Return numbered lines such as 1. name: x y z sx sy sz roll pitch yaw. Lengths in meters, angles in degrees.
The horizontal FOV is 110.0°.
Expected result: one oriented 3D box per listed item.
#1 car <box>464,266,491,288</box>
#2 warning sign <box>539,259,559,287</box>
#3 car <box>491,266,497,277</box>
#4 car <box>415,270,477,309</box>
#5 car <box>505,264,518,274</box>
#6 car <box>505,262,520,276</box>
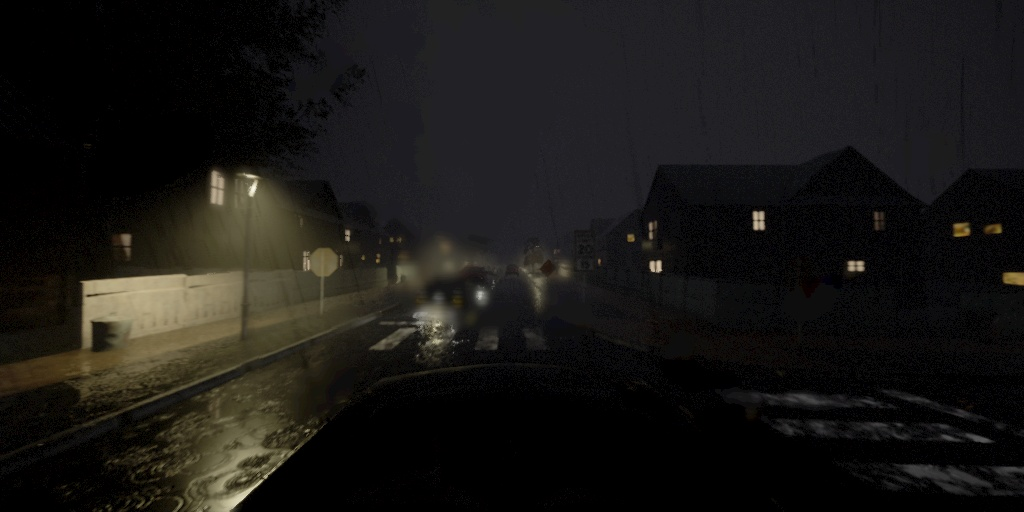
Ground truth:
1. car: -2.854 1.529 27.222 1.882 1.535 5.008 0 -1 0
2. warning sign: 2.511 1.141 24.017 1.300 1.860 1.060 0 0 0
3. car: -2.829 1.859 43.481 1.895 1.301 4.718 0 -1 0
4. car: -2.848 1.477 15.792 1.994 1.385 4.181 0 -1 -1
5. car: -0.017 2.009 56.809 1.994 1.385 4.181 0 -1 0
6. car: 0.039 1.864 47.267 2.033 1.411 5.357 0 -1 0
